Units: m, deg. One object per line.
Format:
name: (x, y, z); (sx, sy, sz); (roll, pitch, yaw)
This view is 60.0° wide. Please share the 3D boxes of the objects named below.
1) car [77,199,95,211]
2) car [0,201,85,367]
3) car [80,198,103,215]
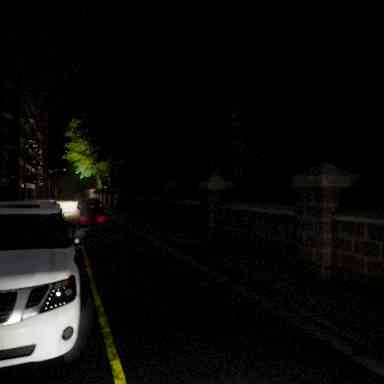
car: (-13.614, 1.586, 42.571); (1.994, 1.385, 4.181); (0, 0, -21)
car: (-3.212, 1.221, 5.979); (2.150, 2.045, 5.566); (0, 0, -21)
car: (-10.143, 1.368, 33.310); (2.097, 1.767, 4.553); (0, 0, -21)
